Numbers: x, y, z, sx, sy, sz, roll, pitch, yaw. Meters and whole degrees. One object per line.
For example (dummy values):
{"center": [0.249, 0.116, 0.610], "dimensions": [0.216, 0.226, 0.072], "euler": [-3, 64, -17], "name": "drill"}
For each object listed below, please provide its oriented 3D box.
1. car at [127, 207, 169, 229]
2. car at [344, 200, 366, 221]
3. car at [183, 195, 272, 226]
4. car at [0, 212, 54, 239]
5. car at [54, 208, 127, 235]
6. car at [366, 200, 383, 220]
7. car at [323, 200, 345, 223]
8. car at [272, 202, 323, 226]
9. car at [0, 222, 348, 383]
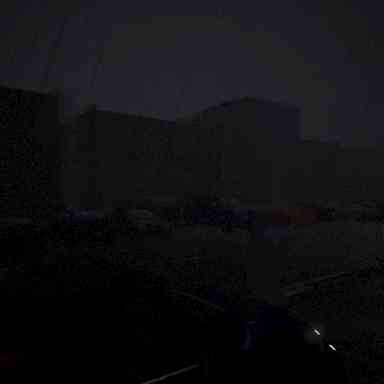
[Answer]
{"center": [-2.841, 1.514, 16.681], "dimensions": [2.002, 1.452, 4.674], "euler": [0, 0, -36], "name": "car"}
{"center": [10.489, 1.454, 26.477], "dimensions": [1.946, 1.575, 5.366], "euler": [0, 0, -36], "name": "car"}
{"center": [1.656, 1.212, 19.872], "dimensions": [2.435, 2.045, 5.566], "euler": [0, 0, -36], "name": "car"}
{"center": [-7.317, 1.530, 13.461], "dimensions": [2.002, 1.452, 4.674], "euler": [0, 0, -36], "name": "car"}
{"center": [-5.076, 1.481, 15.066], "dimensions": [2.097, 1.535, 5.008], "euler": [0, 0, -36], "name": "car"}
{"center": [12.952, 1.456, 27.783], "dimensions": [1.946, 1.575, 5.366], "euler": [0, 0, -36], "name": "car"}
{"center": [8.341, 1.487, 24.743], "dimensions": [2.163, 1.488, 4.792], "euler": [0, 0, -36], "name": "car"}
{"center": [6.009, 1.455, 23.261], "dimensions": [1.946, 1.575, 5.366], "euler": [0, 0, -36], "name": "car"}
{"center": [-0.788, 1.351, 2.564], "dimensions": [4.553, 1.767, 2.097], "euler": [0, 0, -36], "name": "car"}
